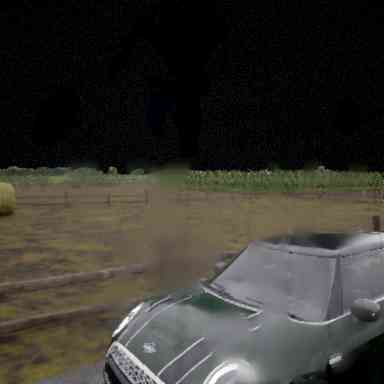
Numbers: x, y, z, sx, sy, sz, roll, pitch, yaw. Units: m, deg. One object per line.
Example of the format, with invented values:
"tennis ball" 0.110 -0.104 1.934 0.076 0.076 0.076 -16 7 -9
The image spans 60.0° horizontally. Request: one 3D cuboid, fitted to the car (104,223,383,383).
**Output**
"car" 1.316 1.342 3.977 4.553 1.767 2.097 0 0 -35
